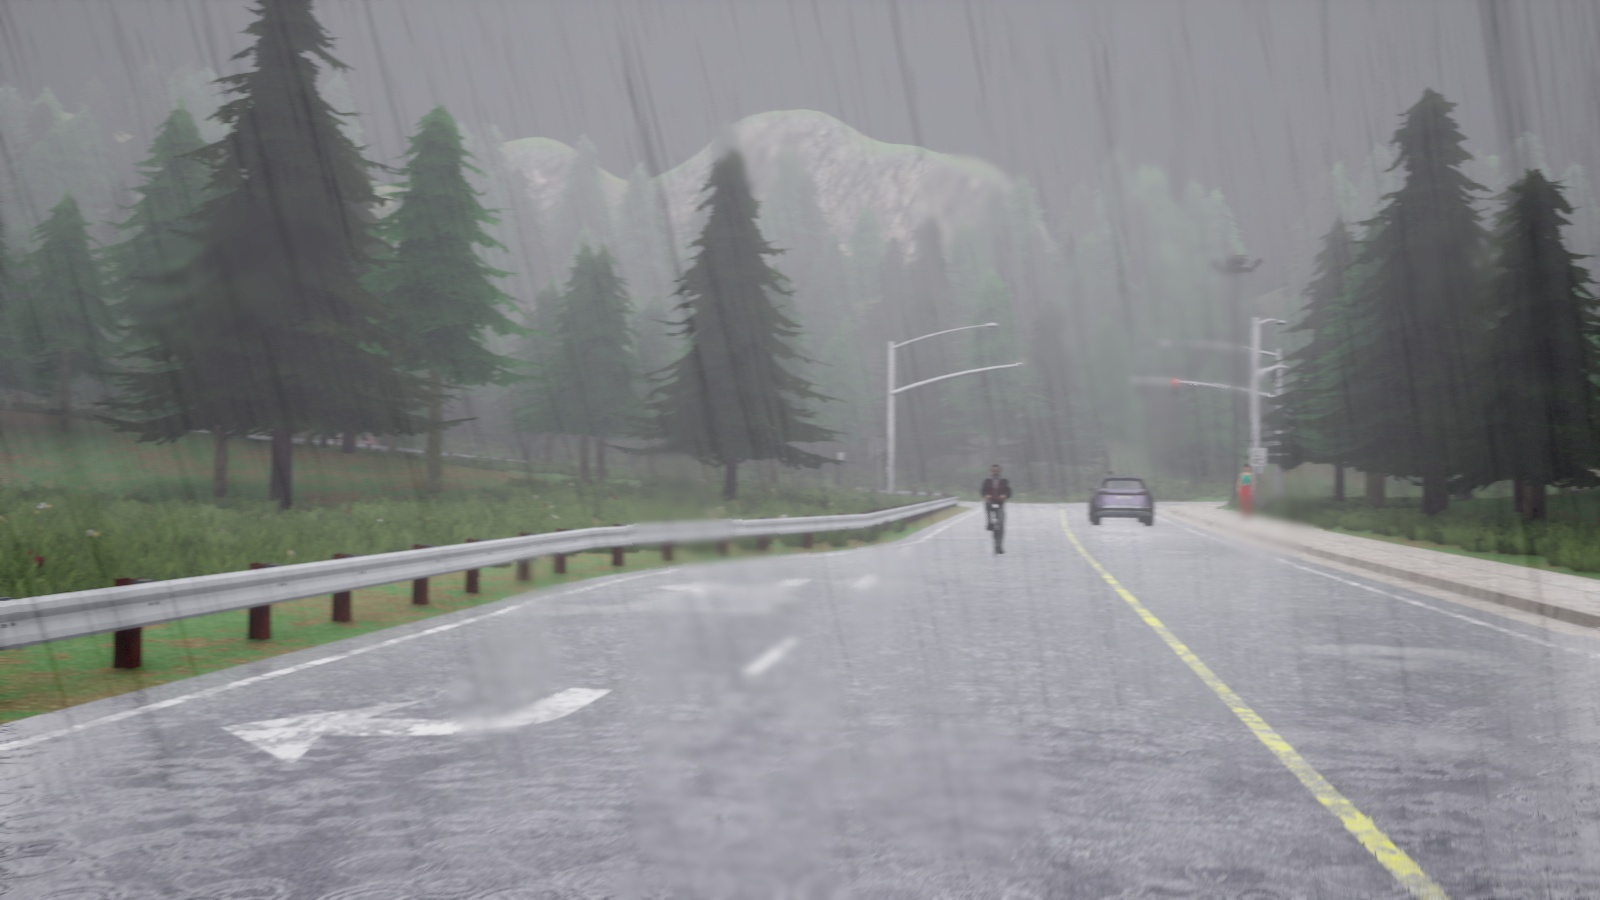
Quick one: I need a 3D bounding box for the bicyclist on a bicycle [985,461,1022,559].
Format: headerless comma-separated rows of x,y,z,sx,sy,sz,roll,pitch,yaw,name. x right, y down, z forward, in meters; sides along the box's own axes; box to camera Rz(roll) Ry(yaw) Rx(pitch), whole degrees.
3.884,1.119,23.914,0.659,1.776,1.843,0,-1,10,bicyclist on a bicycle

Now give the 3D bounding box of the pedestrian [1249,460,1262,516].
15.006,1.238,41.325,0.345,1.836,0.594,0,-1,25,pedestrian

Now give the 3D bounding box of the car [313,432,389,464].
-25.988,-0.087,72.698,3.633,1.501,1.845,7,-5,-35,car

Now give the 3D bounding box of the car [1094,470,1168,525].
10.664,1.493,40.730,2.033,1.649,4.856,0,-1,12,car
